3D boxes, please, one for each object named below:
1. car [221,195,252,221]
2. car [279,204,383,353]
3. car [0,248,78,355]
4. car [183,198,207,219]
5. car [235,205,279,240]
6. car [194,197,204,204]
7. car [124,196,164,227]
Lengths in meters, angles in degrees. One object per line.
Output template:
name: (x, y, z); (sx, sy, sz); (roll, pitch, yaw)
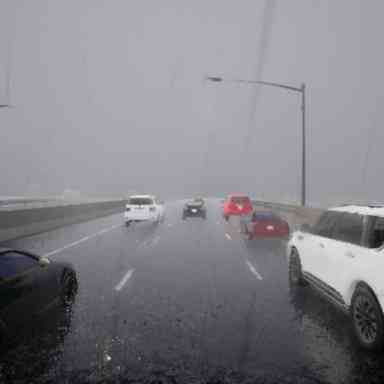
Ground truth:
car: (3.732, 1.285, 28.120); (2.150, 2.045, 5.566); (0, 0, 1)
car: (3.510, 1.230, 6.275); (2.150, 2.045, 5.566); (0, 0, 0)
car: (-3.383, 1.570, 5.303); (1.994, 1.385, 4.181); (0, 0, 0)
car: (0.241, 1.572, 29.567); (2.163, 1.488, 4.792); (0, 0, 1)
car: (3.586, 1.594, 17.167); (1.994, 1.385, 4.181); (0, 0, 1)
car: (1.592, 1.813, 73.791); (1.994, 1.385, 4.181); (0, 0, 3)
car: (-3.233, 1.269, 23.394); (2.150, 2.045, 5.566); (0, 0, 1)
